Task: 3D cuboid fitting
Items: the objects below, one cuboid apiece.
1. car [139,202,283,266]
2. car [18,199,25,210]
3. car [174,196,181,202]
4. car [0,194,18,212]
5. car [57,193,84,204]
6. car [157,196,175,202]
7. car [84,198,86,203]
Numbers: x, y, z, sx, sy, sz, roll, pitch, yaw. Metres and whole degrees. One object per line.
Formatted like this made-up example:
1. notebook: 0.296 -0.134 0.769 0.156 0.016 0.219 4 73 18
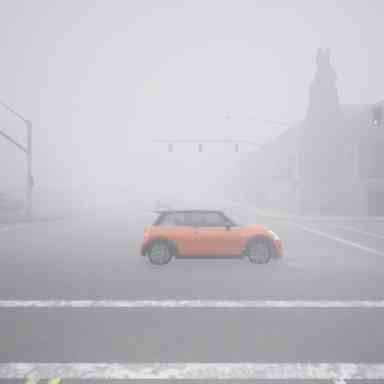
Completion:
1. car: 0.609 1.335 11.043 4.553 1.767 2.097 0 0 -3
2. car: -21.323 1.115 37.957 3.866 1.878 1.905 0 0 0
3. car: -3.019 1.428 58.459 2.128 1.511 4.902 0 0 2
4. car: -21.385 1.115 35.063 4.605 1.855 1.932 0 0 0
5. car: -21.304 1.093 57.580 3.866 1.878 1.905 0 0 0
6. car: -3.536 1.556 40.795 1.895 1.301 4.718 0 0 1
7. car: -21.284 1.330 60.476 3.806 1.475 1.970 0 0 0
